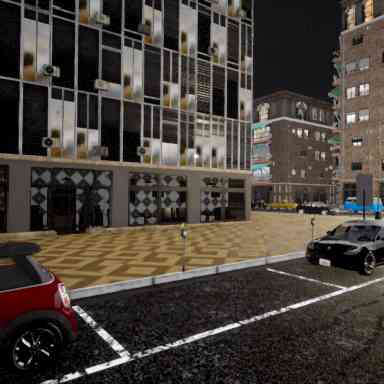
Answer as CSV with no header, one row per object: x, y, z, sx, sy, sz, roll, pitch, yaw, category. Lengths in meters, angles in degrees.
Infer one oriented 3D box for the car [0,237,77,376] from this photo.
-3.647,1.440,3.947,4.097,1.590,1.967,0,1,-35,car

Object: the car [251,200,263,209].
9.698,1.865,51.137,1.947,1.339,4.313,0,-1,-35,car

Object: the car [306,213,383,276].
5.435,1.567,10.415,4.313,1.339,1.947,0,1,-35,car

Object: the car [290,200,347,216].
12.294,1.620,32.684,2.008,1.369,4.403,0,-1,-35,car

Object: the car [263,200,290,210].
12.762,1.788,46.716,1.752,1.417,4.829,0,-1,-35,car

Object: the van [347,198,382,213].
19.184,1.525,37.457,1.690,1.788,3.998,0,-1,-35,van
